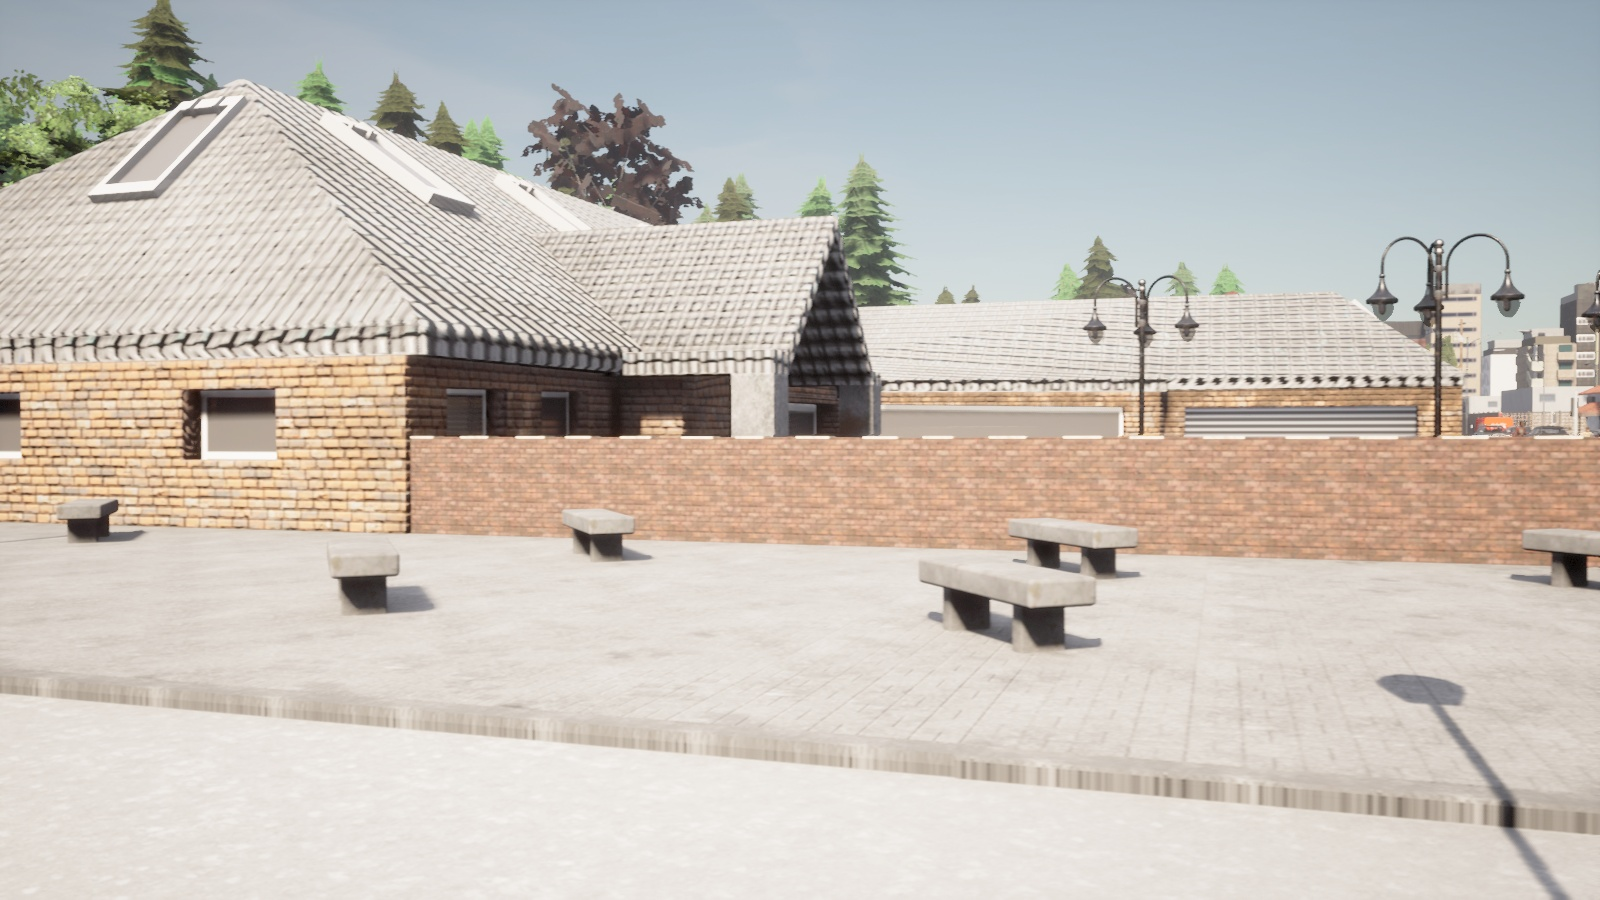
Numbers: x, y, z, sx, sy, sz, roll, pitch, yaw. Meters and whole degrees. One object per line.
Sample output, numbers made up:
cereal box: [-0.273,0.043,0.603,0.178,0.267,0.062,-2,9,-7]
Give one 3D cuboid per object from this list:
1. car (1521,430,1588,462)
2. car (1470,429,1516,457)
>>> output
car: [42.004,-0.258,70.045,2.242,1.667,4.611,1,1,19]
car: [47.347,-0.519,85.856,1.932,1.855,4.605,1,1,18]
